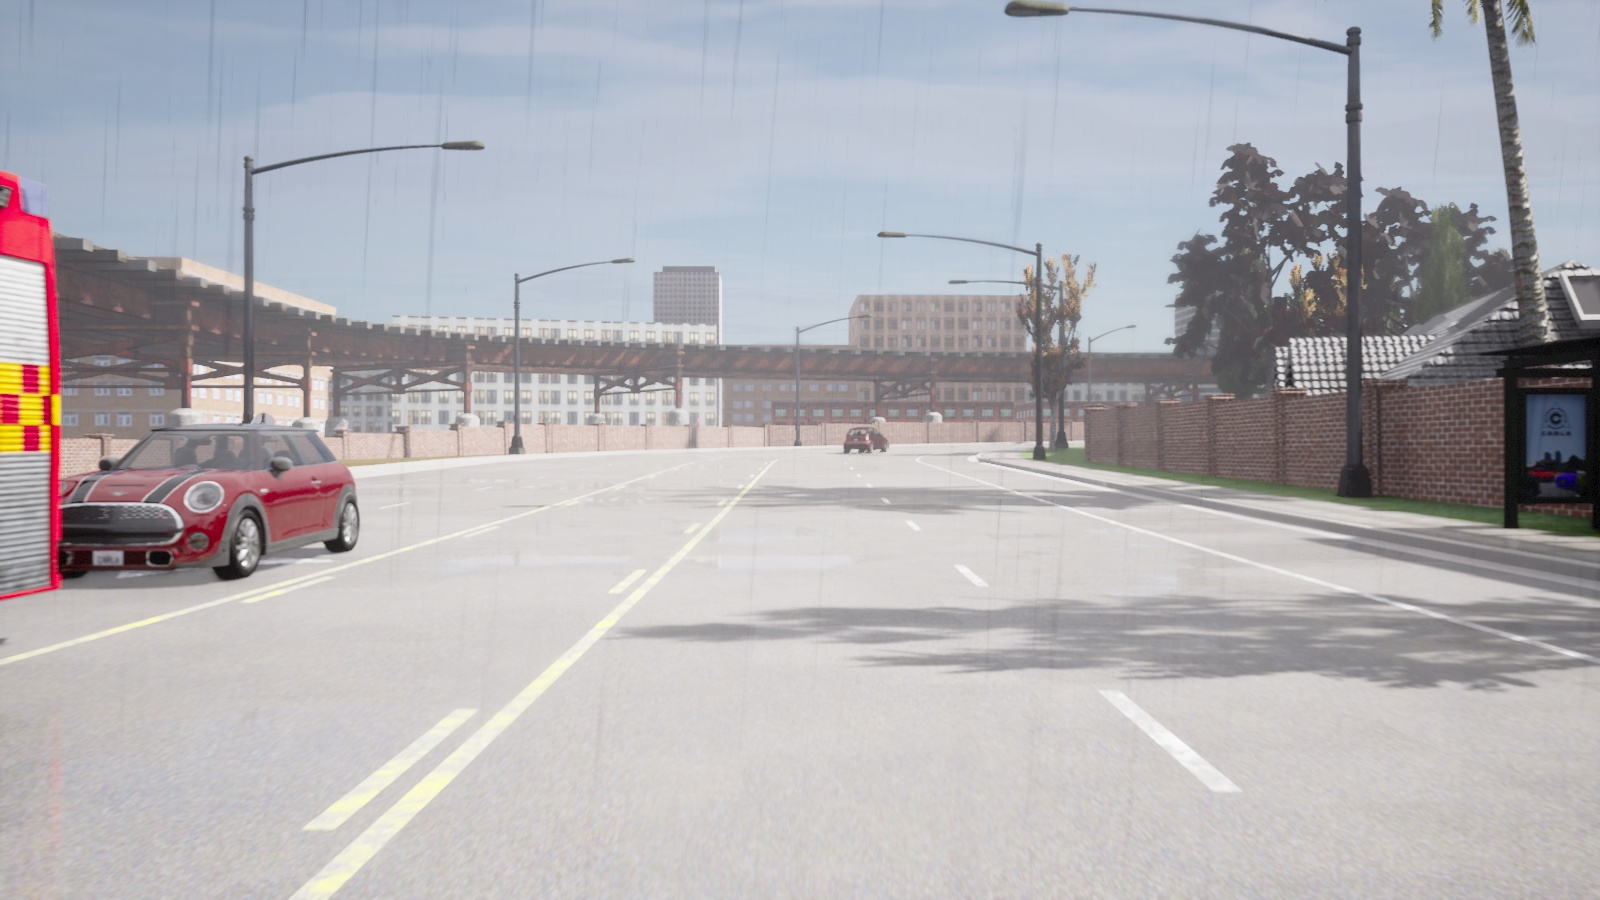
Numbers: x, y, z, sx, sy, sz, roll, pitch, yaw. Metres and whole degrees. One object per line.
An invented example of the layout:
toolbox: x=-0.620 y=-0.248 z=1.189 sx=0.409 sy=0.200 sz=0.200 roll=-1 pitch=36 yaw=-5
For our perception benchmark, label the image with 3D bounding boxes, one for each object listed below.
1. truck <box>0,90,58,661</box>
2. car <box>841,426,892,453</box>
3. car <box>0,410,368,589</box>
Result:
truck: x=-6.924 y=-0.464 z=4.856 sx=2.891 sy=3.827 sz=8.468 roll=0 pitch=1 yaw=2
car: x=4.137 y=-0.644 z=77.337 sx=1.851 sy=1.617 sz=3.988 roll=0 pitch=1 yaw=23
car: x=-6.901 y=0.463 z=14.716 sx=2.097 sy=1.767 sz=4.553 roll=0 pitch=1 yaw=0
